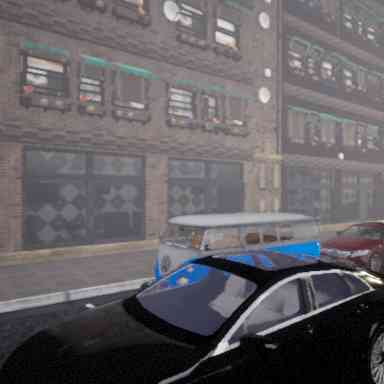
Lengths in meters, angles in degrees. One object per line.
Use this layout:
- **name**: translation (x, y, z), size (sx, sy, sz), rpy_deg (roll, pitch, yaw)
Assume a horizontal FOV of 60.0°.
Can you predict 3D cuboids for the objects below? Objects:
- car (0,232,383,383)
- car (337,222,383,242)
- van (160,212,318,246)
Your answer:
- **car**: translation (0.560, 1.508, 3.760), size (4.902, 1.511, 2.128), rpy_deg (1, 0, -35)
- **car**: translation (5.744, 1.649, 10.657), size (4.206, 1.307, 1.802), rpy_deg (0, 0, -35)
- **van**: translation (1.107, 1.372, 7.351), size (3.998, 1.788, 1.690), rpy_deg (0, 0, -35)
